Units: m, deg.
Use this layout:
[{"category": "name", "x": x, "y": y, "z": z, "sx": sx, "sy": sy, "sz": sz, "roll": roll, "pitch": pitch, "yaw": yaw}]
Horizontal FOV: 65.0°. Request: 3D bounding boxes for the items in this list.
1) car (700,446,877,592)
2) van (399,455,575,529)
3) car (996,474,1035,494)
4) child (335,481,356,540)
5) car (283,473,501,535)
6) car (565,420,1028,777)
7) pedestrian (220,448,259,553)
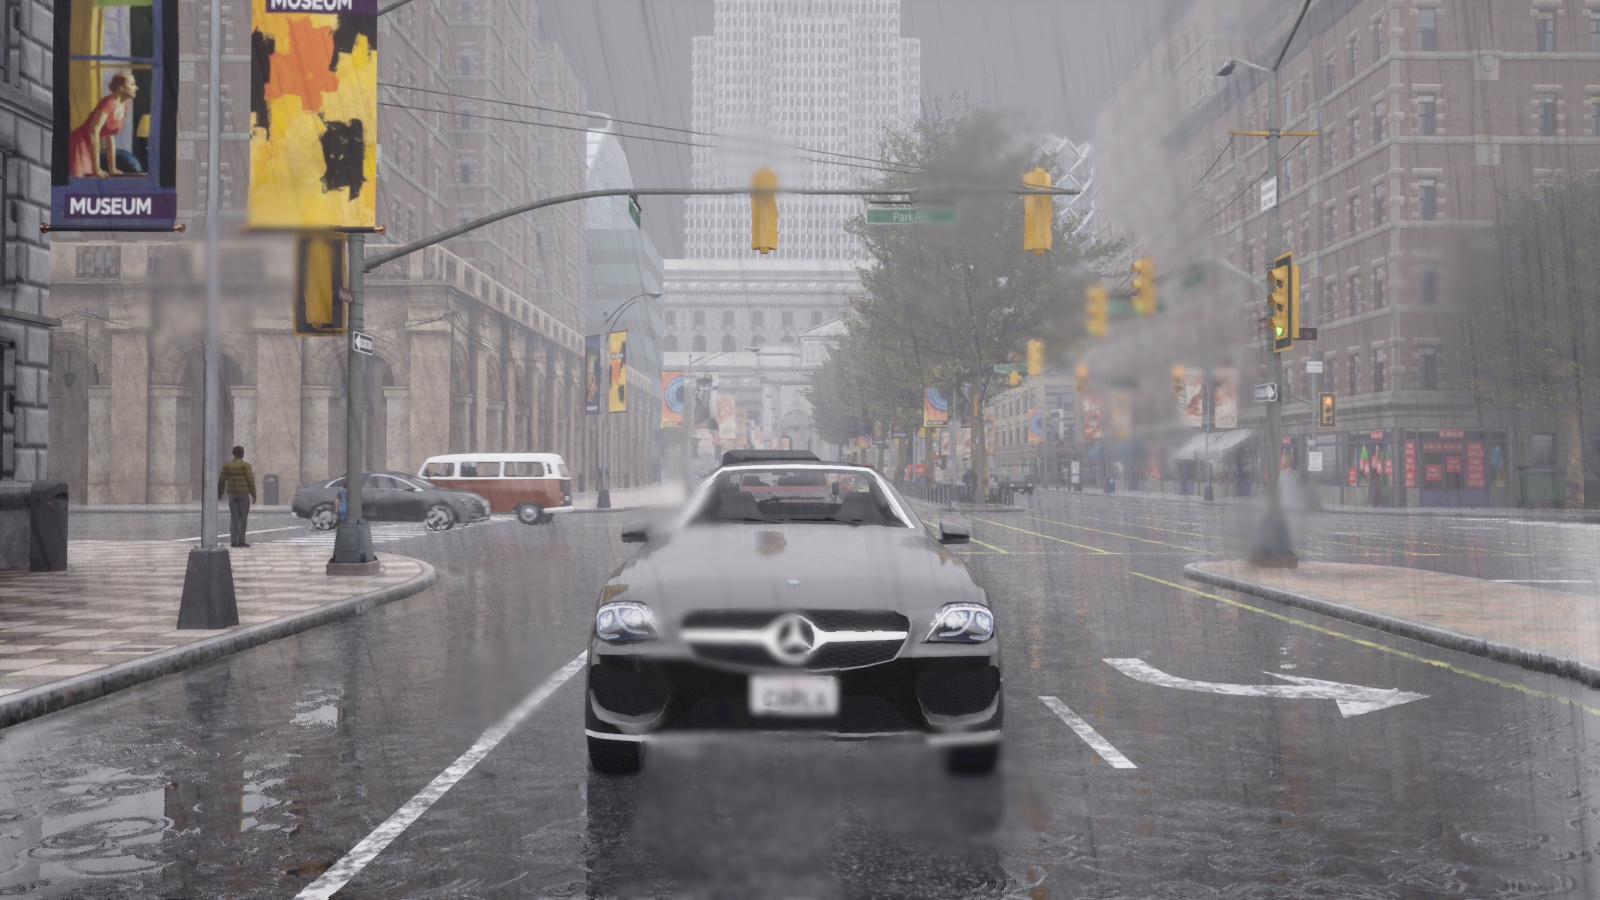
[{"category": "car", "x": -0.294, "y": 0.918, "z": 18.273, "sx": 1.905, "sy": 1.878, "sz": 3.866, "roll": 0, "pitch": -1, "yaw": -11}, {"category": "van", "x": -8.856, "y": 1.173, "z": 35.808, "sx": 4.480, "sy": 2.038, "sz": 2.069, "roll": 0, "pitch": -1, "yaw": 1}, {"category": "car", "x": 14.759, "y": 2.301, "z": 86.251, "sx": 1.895, "sy": 1.301, "sz": 4.718, "roll": 0, "pitch": -1, "yaw": 0}, {"category": "child", "x": -9.805, "y": 1.302, "z": 27.075, "sx": 0.270, "sy": 1.263, "sz": 0.437, "roll": 0, "pitch": -1, "yaw": 5}, {"category": "car", "x": -10.405, "y": 1.353, "z": 32.319, "sx": 4.902, "sy": 1.511, "sz": 2.128, "roll": 0, "pitch": -1, "yaw": 0}, {"category": "car", "x": -0.025, "y": 0.733, "z": 8.363, "sx": 2.152, "sy": 1.651, "sz": 5.027, "roll": 0, "pitch": -1, "yaw": 0}, {"category": "pedestrian", "x": -9.985, "y": 0.886, "z": 22.381, "sx": 0.370, "sy": 1.835, "sz": 0.726, "roll": 0, "pitch": -1, "yaw": 1}]
